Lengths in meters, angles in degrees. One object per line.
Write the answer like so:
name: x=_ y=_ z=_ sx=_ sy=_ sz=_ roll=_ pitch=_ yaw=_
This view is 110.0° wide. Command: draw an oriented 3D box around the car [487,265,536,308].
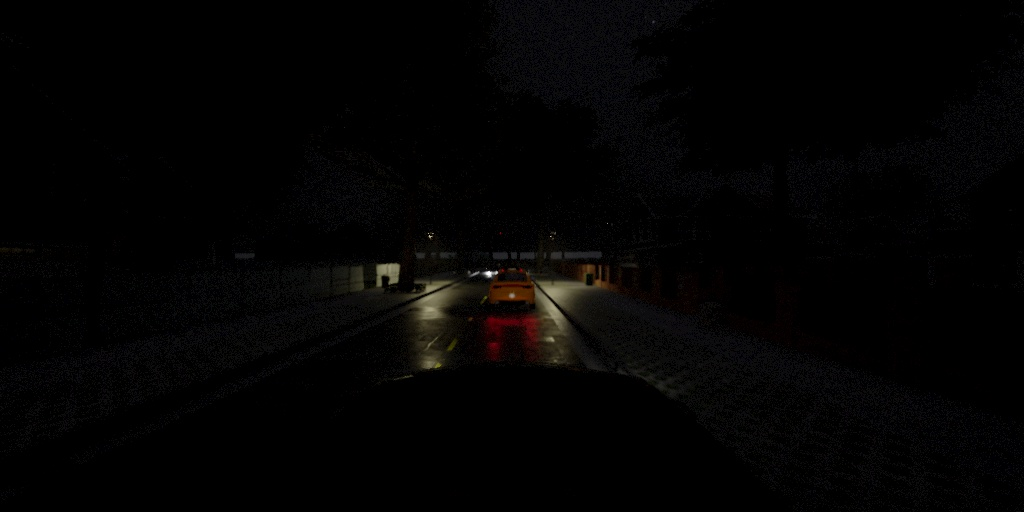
car: x=0.020 y=1.371 z=16.104 sx=1.882 sy=1.535 sz=5.008 roll=0 pitch=0 yaw=0

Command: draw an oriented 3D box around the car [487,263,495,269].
car: x=-2.777 y=1.733 z=55.645 sx=1.895 sy=1.301 sz=4.718 roll=0 pitch=0 yaw=0

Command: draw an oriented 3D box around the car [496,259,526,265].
car: x=0.002 y=1.228 z=29.435 sx=2.150 sy=2.045 sz=5.566 roll=0 pitch=0 yaw=0
